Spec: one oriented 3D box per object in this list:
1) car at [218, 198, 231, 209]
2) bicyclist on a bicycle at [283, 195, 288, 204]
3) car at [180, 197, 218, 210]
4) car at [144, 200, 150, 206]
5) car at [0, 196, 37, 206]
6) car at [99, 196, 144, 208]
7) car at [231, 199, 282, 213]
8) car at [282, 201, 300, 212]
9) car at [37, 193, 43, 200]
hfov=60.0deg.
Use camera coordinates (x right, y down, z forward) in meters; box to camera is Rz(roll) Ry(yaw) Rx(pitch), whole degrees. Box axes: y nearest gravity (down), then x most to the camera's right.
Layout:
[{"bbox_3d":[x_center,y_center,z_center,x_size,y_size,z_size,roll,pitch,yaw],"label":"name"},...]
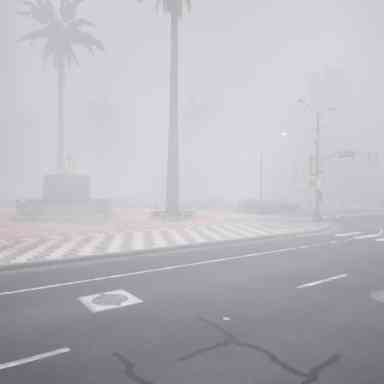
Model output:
[{"bbox_3d":[3.427,1.505,45.098,4.892,1.490,1.837,0,0,36],"label":"car"},{"bbox_3d":[15.278,1.301,54.491,0.582,1.620,1.656,0,0,42],"label":"bicyclist on a bicycle"},{"bbox_3d":[0.566,1.526,42.941,4.674,1.442,1.812,0,0,34],"label":"car"},{"bbox_3d":[-8.522,1.564,50.956,4.181,1.385,1.994,0,0,14],"label":"car"},{"bbox_3d":[-28.646,1.505,54.335,4.892,1.490,1.837,0,0,-14],"label":"car"},{"bbox_3d":[-10.095,1.547,47.861,5.357,1.411,2.033,0,0,11],"label":"car"},{"bbox_3d":[7.033,1.505,36.528,1.837,1.490,4.892,0,0,-39],"label":"car"},{"bbox_3d":[9.974,1.601,38.462,1.895,1.301,4.718,0,0,-39],"label":"car"},{"bbox_3d":[-26.043,1.221,58.561,5.566,2.045,2.150,0,0,-10],"label":"car"}]
